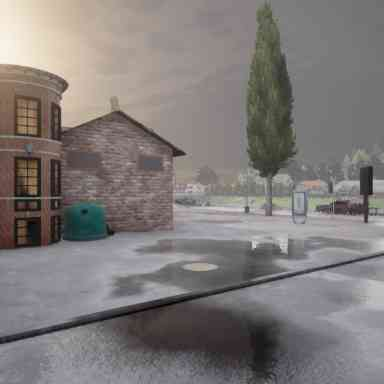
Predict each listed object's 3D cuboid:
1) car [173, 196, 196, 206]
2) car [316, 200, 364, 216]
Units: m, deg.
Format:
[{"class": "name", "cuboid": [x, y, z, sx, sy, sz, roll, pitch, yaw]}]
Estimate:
[{"class": "car", "cuboid": [-1.316, 1.491, 55.733, 2.128, 1.511, 4.902, 0, 0, -36]}, {"class": "car", "cuboid": [14.729, 1.525, 33.231, 1.812, 1.442, 4.674, 0, 0, -35]}]
